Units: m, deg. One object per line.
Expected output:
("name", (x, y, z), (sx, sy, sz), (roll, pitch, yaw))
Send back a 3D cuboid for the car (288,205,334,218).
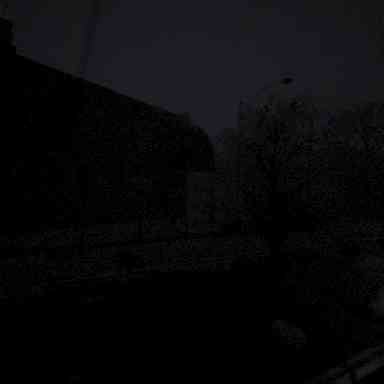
("car", (13.470, 2.166, 37.852), (4.902, 1.511, 2.128), (1, -1, 29))
